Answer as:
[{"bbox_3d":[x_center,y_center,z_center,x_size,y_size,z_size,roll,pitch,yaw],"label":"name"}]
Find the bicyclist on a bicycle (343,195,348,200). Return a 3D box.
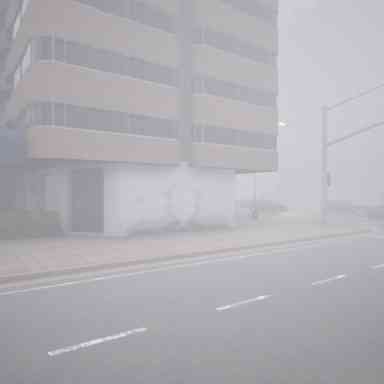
[{"bbox_3d":[22.040,1.301,47.694,1.656,1.620,0.582,0,0,-36],"label":"bicyclist on a bicycle"}]

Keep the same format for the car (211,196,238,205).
[{"bbox_3d":[5.607,1.490,57.948,2.128,1.511,4.902,0,0,-35],"label":"car"}]

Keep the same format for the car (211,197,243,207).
[{"bbox_3d":[5.435,1.547,52.198,2.033,1.411,5.357,0,0,-36],"label":"car"}]

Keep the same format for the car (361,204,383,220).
[{"bbox_3d":[15.837,1.564,25.651,1.994,1.385,4.181,0,0,-36],"label":"car"}]

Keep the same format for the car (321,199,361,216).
[{"bbox_3d":[15.202,1.477,32.501,1.882,1.535,5.008,0,0,-37],"label":"car"}]

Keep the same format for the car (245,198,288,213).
[{"bbox_3d":[8.253,1.564,36.082,1.994,1.385,4.181,0,0,-36],"label":"car"}]

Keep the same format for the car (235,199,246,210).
[{"bbox_3d":[8.211,1.491,42.098,2.128,1.511,4.902,0,0,-36],"label":"car"}]
